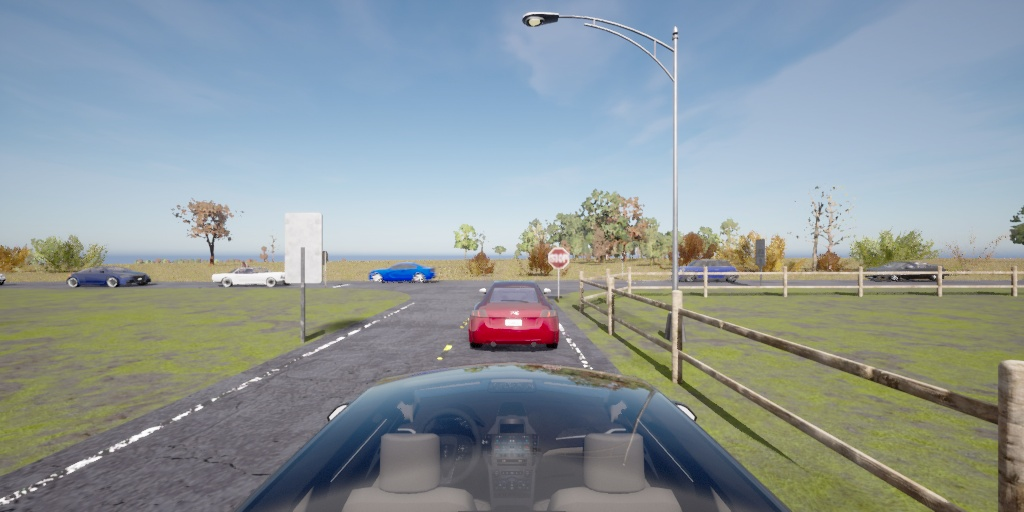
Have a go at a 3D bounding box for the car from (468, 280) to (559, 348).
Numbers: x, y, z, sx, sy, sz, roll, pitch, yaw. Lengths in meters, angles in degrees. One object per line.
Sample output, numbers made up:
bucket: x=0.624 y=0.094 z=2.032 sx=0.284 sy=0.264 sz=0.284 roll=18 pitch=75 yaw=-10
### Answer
car: x=0.075 y=1.314 z=9.247 sx=1.994 sy=1.385 sz=4.181 roll=0 pitch=0 yaw=1

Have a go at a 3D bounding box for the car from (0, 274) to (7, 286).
car: x=-37.599 y=1.379 z=24.413 sx=4.674 sy=1.442 sz=1.812 roll=0 pitch=0 yaw=0

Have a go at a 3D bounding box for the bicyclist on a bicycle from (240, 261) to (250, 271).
bicyclist on a bicycle: x=-22.568 y=1.260 z=30.291 sx=0.582 sy=1.620 sz=1.656 roll=0 pitch=0 yaw=0

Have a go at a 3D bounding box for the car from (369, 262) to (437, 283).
car: x=-8.242 y=1.244 z=27.184 sx=5.008 sy=1.535 sz=1.882 roll=0 pitch=0 yaw=0

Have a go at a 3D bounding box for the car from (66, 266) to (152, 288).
car: x=-27.270 y=1.386 z=24.344 sx=4.181 sy=1.385 sz=1.994 roll=0 pitch=0 yaw=0

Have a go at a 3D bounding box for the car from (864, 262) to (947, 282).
car: x=29.444 y=1.173 z=26.958 sx=4.902 sy=1.511 sz=2.128 roll=0 pitch=0 yaw=0

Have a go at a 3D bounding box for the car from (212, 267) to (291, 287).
car: x=-17.256 y=1.394 z=24.286 sx=4.718 sy=1.301 sz=1.895 roll=0 pitch=0 yaw=0

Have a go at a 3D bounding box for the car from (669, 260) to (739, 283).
car: x=14.344 y=1.063 z=27.048 sx=4.553 sy=1.767 sz=2.097 roll=0 pitch=0 yaw=0
